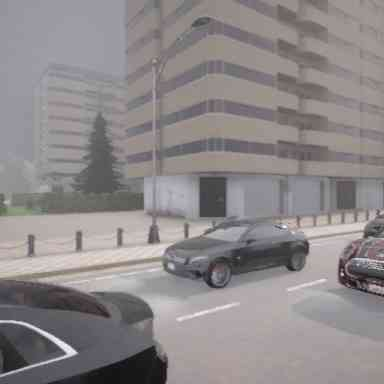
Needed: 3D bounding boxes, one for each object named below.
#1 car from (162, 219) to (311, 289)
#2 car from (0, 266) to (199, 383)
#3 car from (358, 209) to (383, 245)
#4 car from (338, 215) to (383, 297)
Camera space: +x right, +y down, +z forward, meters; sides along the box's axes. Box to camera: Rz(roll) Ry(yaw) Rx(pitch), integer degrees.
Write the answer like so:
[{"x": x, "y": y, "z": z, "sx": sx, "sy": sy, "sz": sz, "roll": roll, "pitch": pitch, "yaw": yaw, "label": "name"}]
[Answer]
[{"x": 1.409, "y": 1.510, "z": 9.283, "sx": 4.674, "sy": 1.442, "sz": 1.812, "roll": 0, "pitch": 0, "yaw": -35, "label": "car"}, {"x": -2.488, "y": 1.508, "z": 2.218, "sx": 4.892, "sy": 1.490, "sz": 1.837, "roll": 0, "pitch": 0, "yaw": -36, "label": "car"}, {"x": 9.634, "y": 1.523, "z": 15.149, "sx": 4.181, "sy": 1.385, "sz": 1.994, "roll": 0, "pitch": 0, "yaw": -36, "label": "car"}, {"x": 5.491, "y": 1.329, "z": 7.902, "sx": 4.553, "sy": 1.767, "sz": 2.097, "roll": 0, "pitch": 0, "yaw": -36, "label": "car"}]
